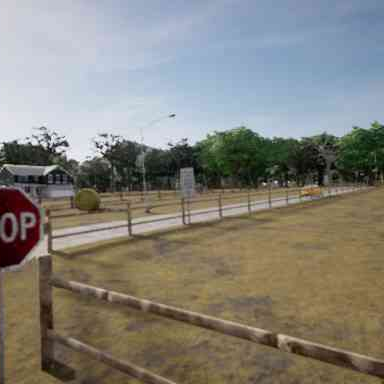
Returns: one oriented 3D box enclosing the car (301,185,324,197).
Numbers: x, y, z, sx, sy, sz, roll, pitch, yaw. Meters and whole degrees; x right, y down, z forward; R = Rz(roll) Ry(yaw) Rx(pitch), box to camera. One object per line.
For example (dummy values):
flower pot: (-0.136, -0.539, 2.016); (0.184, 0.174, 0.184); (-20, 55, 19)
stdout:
car: (15.614, -0.189, 42.942); (1.882, 1.535, 5.008); (-3, 0, 36)
